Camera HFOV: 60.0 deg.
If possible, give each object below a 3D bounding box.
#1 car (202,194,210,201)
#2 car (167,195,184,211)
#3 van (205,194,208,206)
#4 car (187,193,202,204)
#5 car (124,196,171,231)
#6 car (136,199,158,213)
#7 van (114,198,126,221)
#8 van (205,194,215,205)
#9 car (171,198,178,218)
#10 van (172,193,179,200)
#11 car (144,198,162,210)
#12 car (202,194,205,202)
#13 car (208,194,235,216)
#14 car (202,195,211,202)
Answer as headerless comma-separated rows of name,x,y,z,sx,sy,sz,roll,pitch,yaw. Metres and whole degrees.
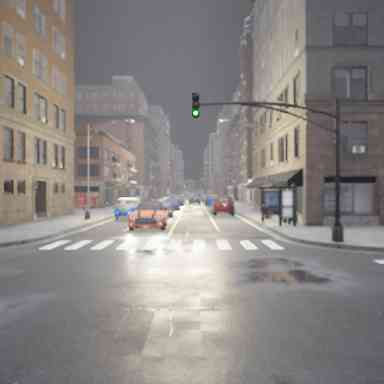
car,3.366,1.405,81.079,1.967,1.590,4.097,0,0,0
car,-2.428,1.471,40.638,1.882,1.535,5.008,0,0,2
van,3.118,1.319,48.643,1.690,1.788,3.998,0,0,0
car,0.541,1.331,61.782,2.097,1.767,4.553,0,0,0
car,-2.610,1.352,20.678,2.097,1.767,4.553,0,0,-1
car,-5.068,1.566,37.899,1.947,1.339,4.313,0,0,0
van,-5.164,1.345,27.087,1.690,1.788,3.998,0,0,0
van,3.201,1.315,59.456,1.690,1.788,3.998,0,0,0
car,-2.554,1.545,30.308,2.033,1.411,5.357,0,0,-1
van,-4.593,1.320,91.959,1.690,1.788,3.998,0,0,0
car,-5.020,1.543,43.305,1.887,1.381,4.507,0,0,0
car,3.159,1.291,54.050,2.192,1.841,5.009,0,0,0
car,2.995,1.299,32.425,2.192,1.841,5.009,0,0,0
car,3.326,1.492,75.844,1.752,1.417,4.829,0,0,0
